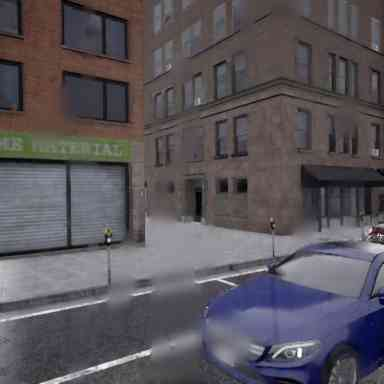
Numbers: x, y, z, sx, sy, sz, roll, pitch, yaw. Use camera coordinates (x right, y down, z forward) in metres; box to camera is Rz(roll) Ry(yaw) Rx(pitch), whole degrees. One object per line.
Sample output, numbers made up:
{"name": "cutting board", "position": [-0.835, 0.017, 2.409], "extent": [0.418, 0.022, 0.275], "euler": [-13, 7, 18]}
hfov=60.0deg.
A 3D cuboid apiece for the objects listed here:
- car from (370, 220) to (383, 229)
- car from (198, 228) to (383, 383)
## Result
{"name": "car", "position": [8.157, 1.439, 12.428], "extent": [4.097, 1.590, 1.967], "euler": [0, -1, -35]}
{"name": "car", "position": [2.262, 1.525, 4.973], "extent": [4.674, 1.442, 1.812], "euler": [0, 0, -35]}
